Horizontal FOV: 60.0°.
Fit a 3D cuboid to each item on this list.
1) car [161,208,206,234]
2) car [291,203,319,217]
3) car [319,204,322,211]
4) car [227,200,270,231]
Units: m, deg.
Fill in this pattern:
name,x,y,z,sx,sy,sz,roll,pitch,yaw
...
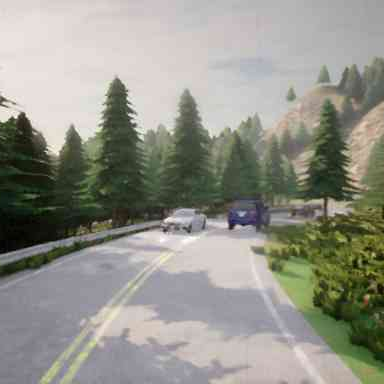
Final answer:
name,x,y,z,sx,sy,sz,roll,pitch,yaw
car,-0.385,1.778,21.388,1.812,1.442,4.674,1,0,19
car,13.027,2.228,38.920,1.812,1.442,4.674,2,0,34
car,20.907,2.519,57.011,2.033,1.411,5.357,2,0,32
car,4.153,1.584,23.783,2.150,2.045,5.566,1,0,22
